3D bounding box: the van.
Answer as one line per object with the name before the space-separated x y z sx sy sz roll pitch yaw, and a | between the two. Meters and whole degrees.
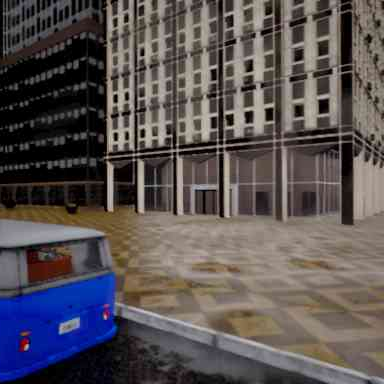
van | -2.939 1.326 4.982 3.998 1.788 1.690 0 0 36
